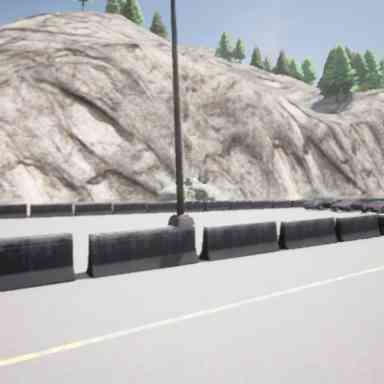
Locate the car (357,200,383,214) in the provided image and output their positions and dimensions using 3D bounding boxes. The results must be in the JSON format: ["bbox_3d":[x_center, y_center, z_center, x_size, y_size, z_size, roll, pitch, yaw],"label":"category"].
[{"bbox_3d":[19.271,1.547,34.064,4.181,1.385,1.994,0,0,-34],"label":"car"}]

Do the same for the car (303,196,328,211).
[{"bbox_3d":[15.429,1.290,39.914,4.553,1.767,2.097,0,0,-34],"label":"car"}]

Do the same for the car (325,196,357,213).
[{"bbox_3d":[17.733,1.510,37.246,5.357,1.411,2.033,0,0,-34],"label":"car"}]
